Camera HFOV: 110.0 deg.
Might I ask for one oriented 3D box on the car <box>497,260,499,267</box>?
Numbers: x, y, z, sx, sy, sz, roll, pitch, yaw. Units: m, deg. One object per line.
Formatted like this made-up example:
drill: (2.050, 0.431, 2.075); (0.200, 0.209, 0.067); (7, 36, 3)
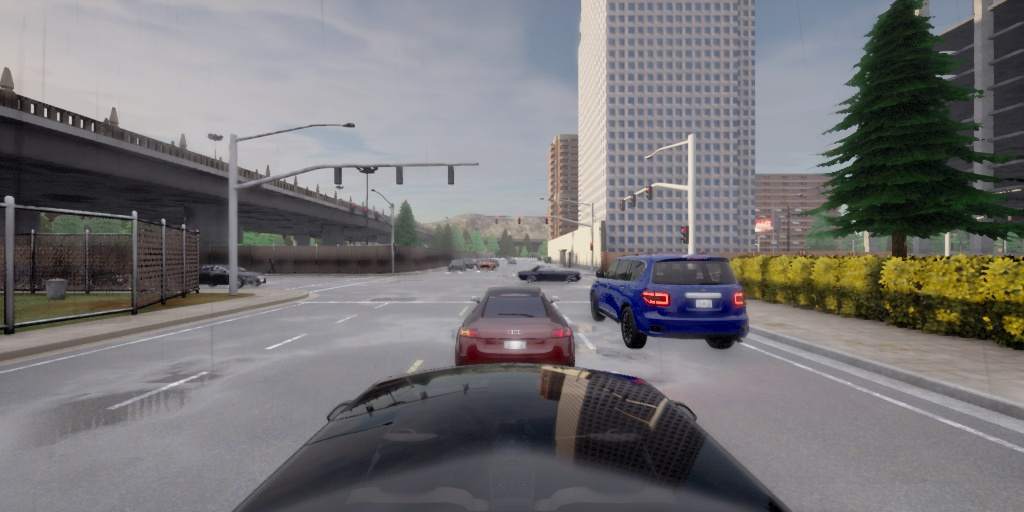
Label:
car: (-3.595, 1.242, 58.872); (2.128, 1.511, 4.902); (0, 0, 0)

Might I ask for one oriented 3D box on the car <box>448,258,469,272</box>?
car: (-7.103, 1.255, 46.656); (1.837, 1.490, 4.892); (0, 0, 0)

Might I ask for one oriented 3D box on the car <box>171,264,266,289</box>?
car: (-18.600, 1.297, 23.150); (4.902, 1.511, 2.128); (0, 0, 0)

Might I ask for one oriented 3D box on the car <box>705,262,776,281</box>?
car: (19.301, 1.310, 30.438); (4.892, 1.490, 1.837); (0, 0, 0)

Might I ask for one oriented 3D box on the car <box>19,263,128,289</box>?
car: (-27.758, 1.297, 23.129); (4.902, 1.511, 2.128); (0, 0, 0)

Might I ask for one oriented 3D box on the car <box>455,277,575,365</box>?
car: (0.062, 1.314, 7.430); (1.994, 1.385, 4.181); (0, 0, 0)

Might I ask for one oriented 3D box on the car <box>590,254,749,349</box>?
car: (3.567, 0.971, 9.297); (2.150, 2.045, 5.566); (0, 0, 1)

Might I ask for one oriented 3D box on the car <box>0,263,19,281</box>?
car: (-36.107, 1.283, 26.613); (5.008, 1.535, 1.882); (0, 0, 0)

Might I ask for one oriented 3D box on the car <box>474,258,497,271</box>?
car: (-3.598, 1.102, 49.800); (2.097, 1.767, 4.553); (0, 0, 0)

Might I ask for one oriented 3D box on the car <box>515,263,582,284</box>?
car: (2.754, 1.382, 26.699); (4.718, 1.301, 1.895); (0, 0, 0)

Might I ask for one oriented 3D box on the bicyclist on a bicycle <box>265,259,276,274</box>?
bicyclist on a bicycle: (-25.306, 1.106, 37.617); (0.582, 1.620, 1.656); (0, 0, 0)

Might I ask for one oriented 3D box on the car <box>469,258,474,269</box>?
car: (-7.101, 1.102, 55.540); (2.097, 1.767, 4.553); (0, 0, 0)
